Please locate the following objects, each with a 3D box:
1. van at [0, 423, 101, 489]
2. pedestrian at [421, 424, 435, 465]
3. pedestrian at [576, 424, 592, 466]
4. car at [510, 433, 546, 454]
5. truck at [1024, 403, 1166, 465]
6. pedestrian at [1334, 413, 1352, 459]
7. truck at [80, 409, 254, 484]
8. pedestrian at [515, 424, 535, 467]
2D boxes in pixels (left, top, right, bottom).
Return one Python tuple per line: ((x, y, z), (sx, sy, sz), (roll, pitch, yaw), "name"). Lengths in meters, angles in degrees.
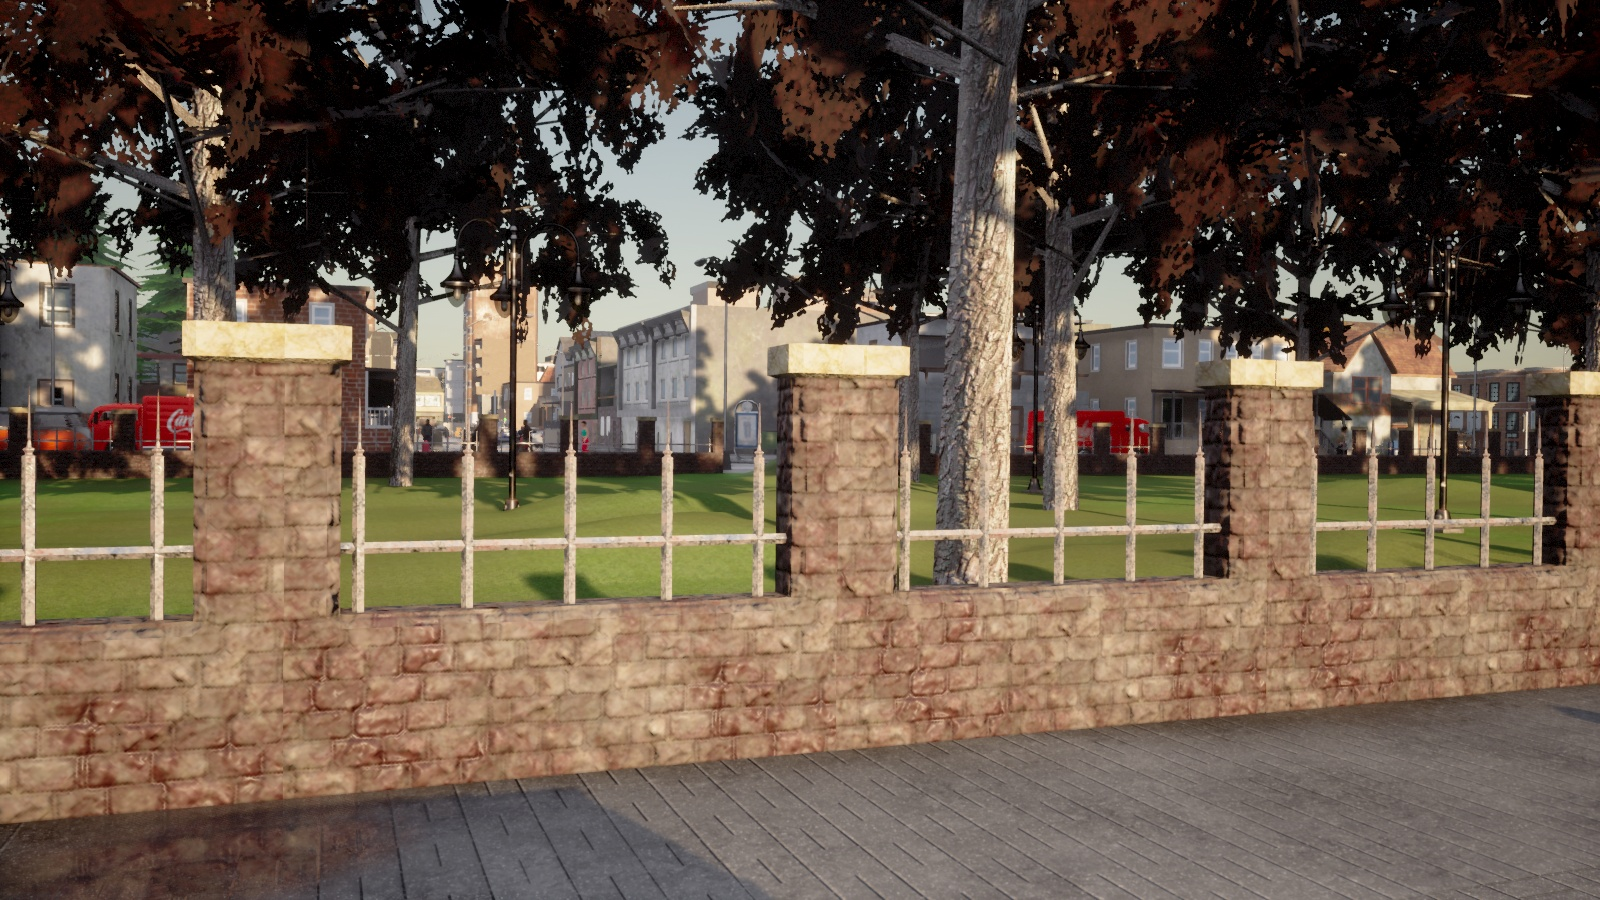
((-24.249, 0.182, 38.735), (4.442, 1.987, 1.775), (-1, 1, -21), "van")
((-17.890, -0.281, 60.375), (0.423, 1.949, 0.788), (-1, 1, -30), "pedestrian")
((-9.733, -0.229, 56.639), (0.594, 1.836, 0.345), (-1, 1, -37), "pedestrian")
((-19.788, -0.508, 91.272), (1.970, 1.475, 3.806), (-1, 1, -21), "car")
((12.351, -0.678, 52.629), (5.204, 2.467, 2.627), (-1, 1, -20), "truck")
((21.831, -0.550, 50.487), (0.594, 1.836, 0.345), (-1, 1, -21), "pedestrian")
((-21.978, -0.165, 43.885), (5.204, 2.467, 2.627), (-1, 1, -22), "truck")
((-12.060, -0.200, 55.096), (0.431, 1.840, 0.703), (0, 1, 42), "pedestrian")
